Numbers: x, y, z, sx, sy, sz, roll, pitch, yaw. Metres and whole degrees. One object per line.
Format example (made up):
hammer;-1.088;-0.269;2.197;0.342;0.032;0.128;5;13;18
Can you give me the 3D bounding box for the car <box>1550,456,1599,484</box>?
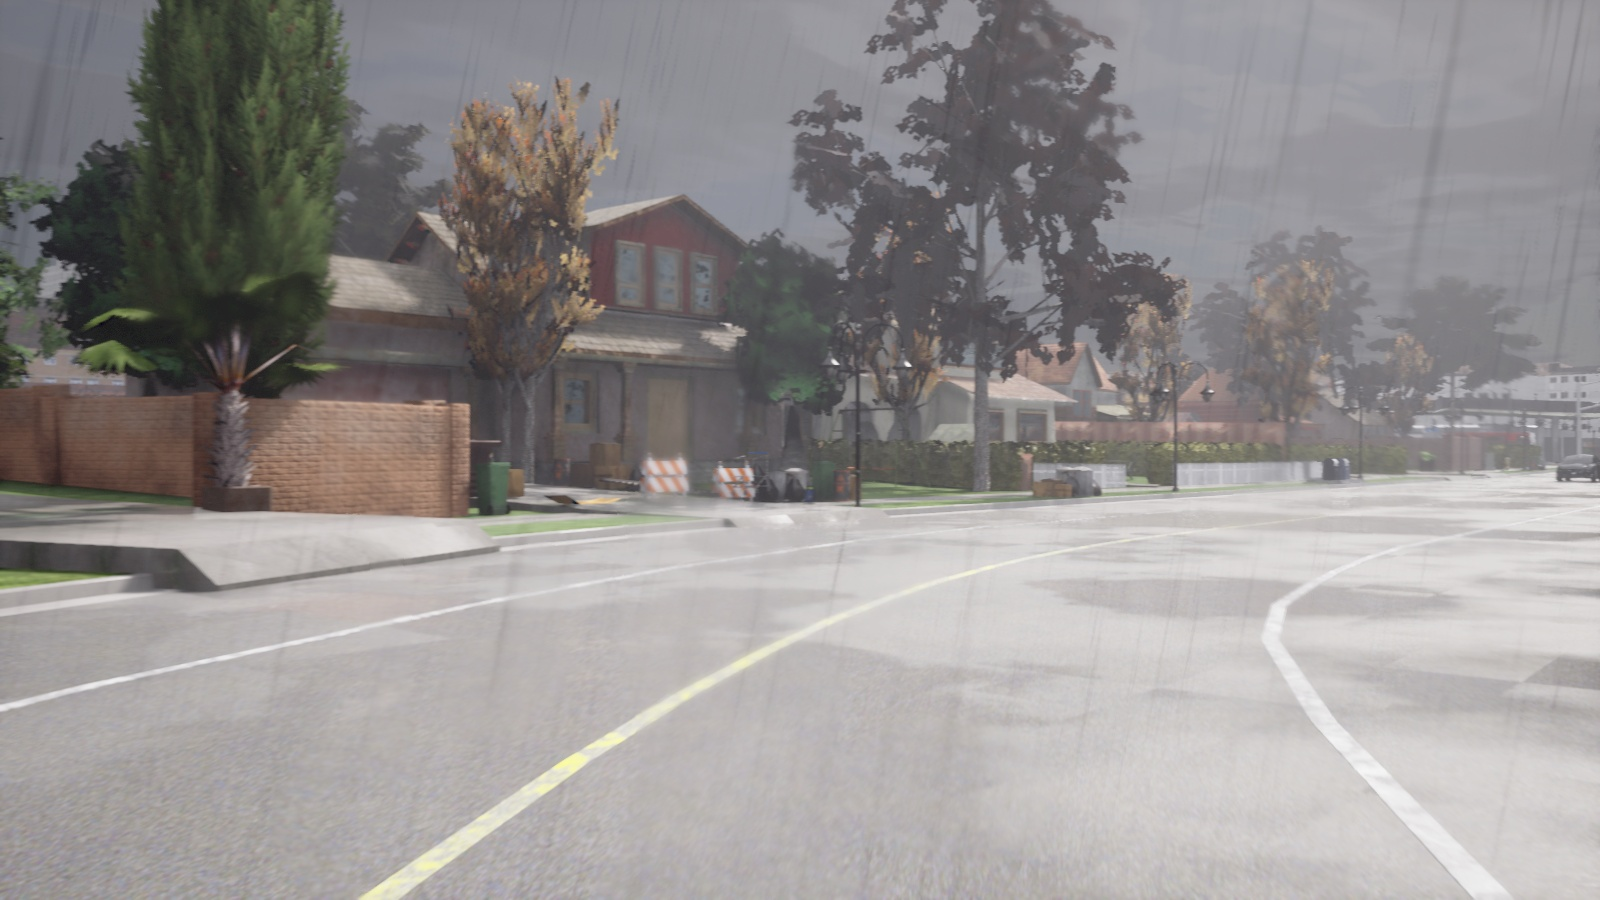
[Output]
car;42.847;1.076;69.230;1.837;1.490;4.892;0;0;39
